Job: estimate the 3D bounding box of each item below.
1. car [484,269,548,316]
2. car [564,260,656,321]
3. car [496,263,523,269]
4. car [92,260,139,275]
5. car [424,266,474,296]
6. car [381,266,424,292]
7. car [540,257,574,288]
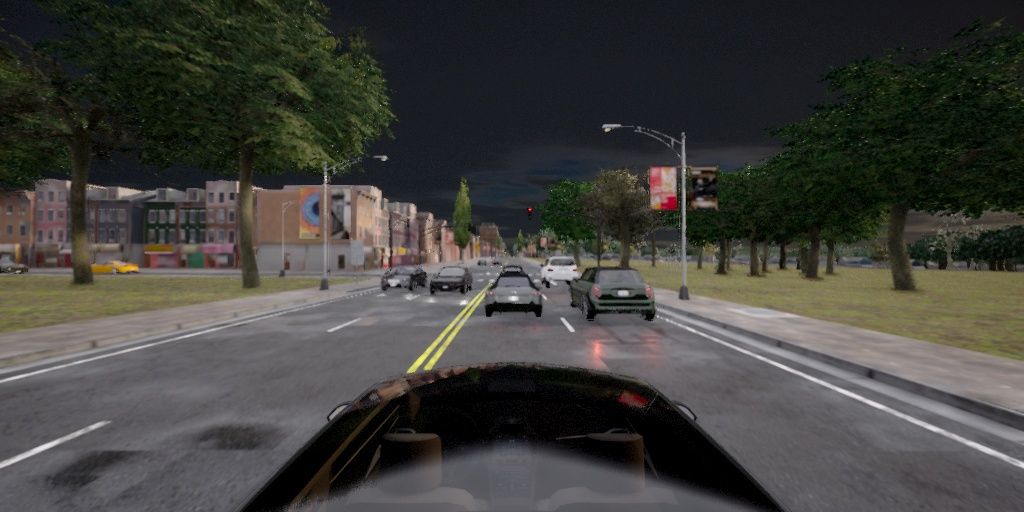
[{"bbox_3d":[0.066,1.342,13.407,1.994,1.385,4.181,0,-1,0],"label":"car"},{"bbox_3d":[3.313,1.129,12.746,2.097,1.767,4.553,0,0,0],"label":"car"},{"bbox_3d":[0.043,1.391,24.530,1.837,1.490,4.892,0,-1,0],"label":"car"},{"bbox_3d":[-44.726,1.251,39.960,5.008,1.535,1.882,1,-1,0],"label":"car"},{"bbox_3d":[-3.330,1.322,20.460,1.882,1.535,5.008,0,-1,0],"label":"car"},{"bbox_3d":[-6.573,1.358,22.369,2.128,1.511,4.902,0,-1,0],"label":"car"},{"bbox_3d":[3.294,1.113,25.529,2.150,2.045,5.566,0,-1,1],"label":"car"}]
